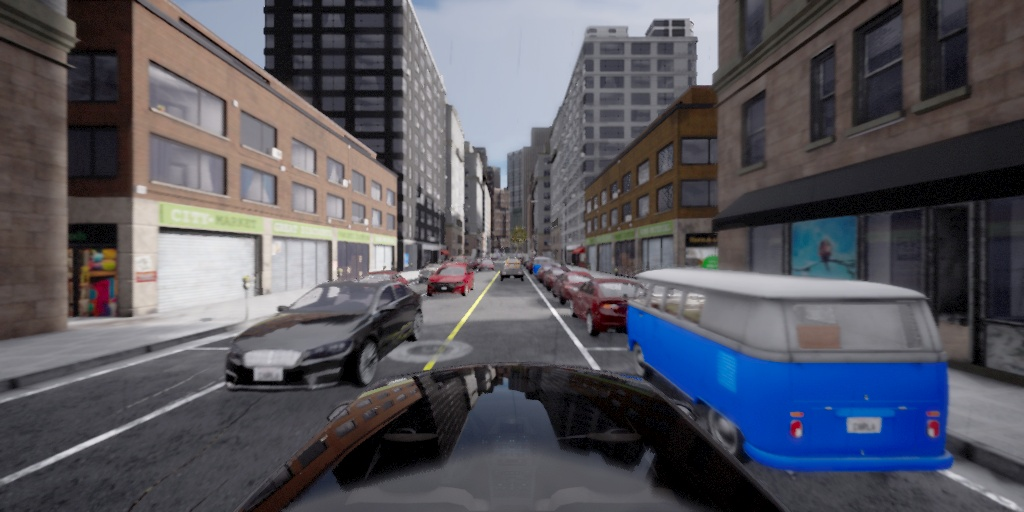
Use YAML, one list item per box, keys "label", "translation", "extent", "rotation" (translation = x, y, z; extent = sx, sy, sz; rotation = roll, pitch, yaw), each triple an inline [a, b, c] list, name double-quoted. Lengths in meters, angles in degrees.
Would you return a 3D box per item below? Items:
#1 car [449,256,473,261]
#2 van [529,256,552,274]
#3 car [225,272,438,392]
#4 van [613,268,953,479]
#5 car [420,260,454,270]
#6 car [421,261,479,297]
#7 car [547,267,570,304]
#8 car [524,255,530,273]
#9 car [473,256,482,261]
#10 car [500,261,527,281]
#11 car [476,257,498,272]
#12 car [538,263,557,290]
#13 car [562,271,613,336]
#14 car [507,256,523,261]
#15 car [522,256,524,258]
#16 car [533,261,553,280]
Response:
- label: "car"
  translation: [-5.761, 0.955, 37.988]
  extent: [2.192, 1.841, 5.009]
  rotation: [0, 0, 0]
- label: "van"
  translation: [2.764, 1.009, 32.432]
  extent: [1.690, 1.789, 3.998]
  rotation: [0, 0, 0]
- label: "car"
  translation: [-3.092, 1.238, 7.007]
  extent: [2.128, 1.511, 4.902]
  rotation: [0, 0, 0]
- label: "van"
  translation: [2.763, 1.088, 4.664]
  extent: [1.690, 1.789, 3.998]
  rotation: [0, 0, 0]
- label: "car"
  translation: [-5.761, 1.246, 26.884]
  extent: [2.007, 1.370, 4.403]
  rotation: [0, 0, 0]
- label: "car"
  translation: [-3.085, 1.204, 18.848]
  extent: [1.882, 1.535, 5.008]
  rotation: [0, 0, 0]
- label: "car"
  translation: [2.763, 1.317, 15.772]
  extent: [1.802, 1.307, 4.207]
  rotation: [0, 0, 0]
- label: "car"
  translation: [2.764, 0.955, 37.983]
  extent: [2.192, 1.841, 5.009]
  rotation: [0, 0, 0]
- label: "car"
  translation: [-5.761, 0.900, 49.093]
  extent: [2.192, 1.841, 5.009]
  rotation: [0, 0, 0]
- label: "car"
  translation: [0.018, 1.286, 29.088]
  extent: [1.895, 1.301, 4.718]
  rotation: [0, 0, 0]
- label: "car"
  translation: [-3.003, 1.137, 43.982]
  extent: [1.812, 1.442, 4.674]
  rotation: [0, 0, 0]
- label: "car"
  translation: [2.764, 1.301, 21.324]
  extent: [1.802, 1.307, 4.207]
  rotation: [0, 0, 0]
- label: "car"
  translation: [2.763, 1.288, 10.215]
  extent: [1.888, 1.381, 4.507]
  rotation: [0, 0, 0]
- label: "car"
  translation: [0.080, 1.071, 47.464]
  extent: [1.882, 1.535, 5.008]
  rotation: [0, 1, 0]
- label: "car"
  translation: [2.764, 1.091, 60.194]
  extent: [1.948, 1.339, 4.313]
  rotation: [0, 0, 0]
- label: "car"
  translation: [2.764, 1.277, 26.880]
  extent: [1.802, 1.307, 4.207]
  rotation: [0, 0, 0]
